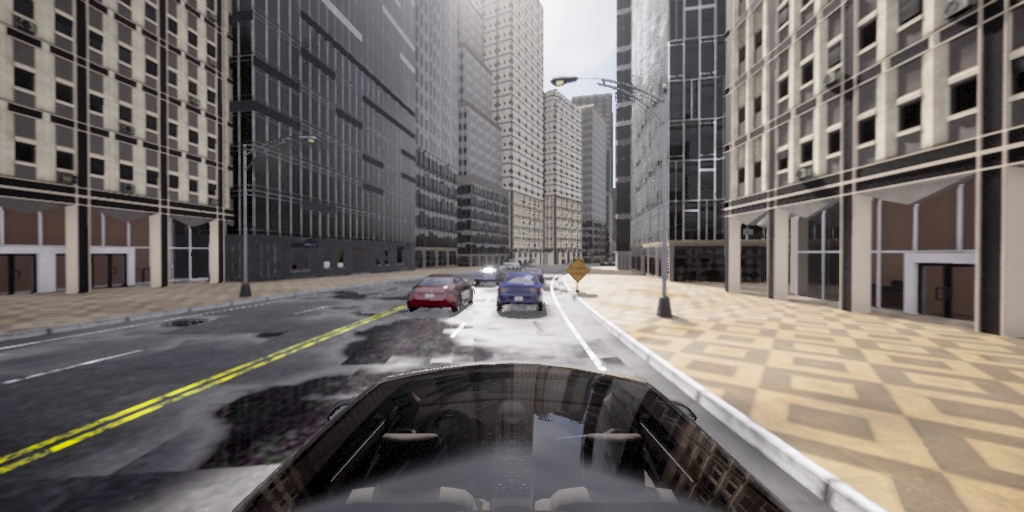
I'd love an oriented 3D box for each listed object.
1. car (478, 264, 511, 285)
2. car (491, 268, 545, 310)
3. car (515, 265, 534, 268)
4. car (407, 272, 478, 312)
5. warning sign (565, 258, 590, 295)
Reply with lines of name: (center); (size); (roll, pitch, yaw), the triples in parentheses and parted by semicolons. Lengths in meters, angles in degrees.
car: (-1.692, 1.568, 29.012); (2.033, 1.411, 5.357); (0, -1, 7)
car: (0.410, 1.411, 15.396); (1.812, 1.442, 4.674); (0, 0, 4)
car: (1.638, 1.631, 29.365); (1.895, 1.301, 4.718); (0, -1, 7)
car: (-2.868, 1.444, 15.114); (1.994, 1.385, 4.181); (0, 0, 4)
warning sign: (3.450, 1.040, 18.920); (1.300, 1.860, 1.060); (0, 0, 4)
